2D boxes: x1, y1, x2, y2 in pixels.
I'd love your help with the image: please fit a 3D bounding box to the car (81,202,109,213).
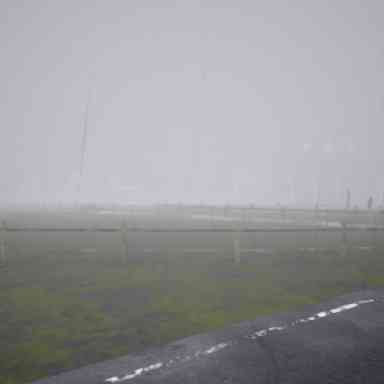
[{"bbox_3d":[-13.848,2.167,47.395,4.181,1.385,1.994,0,-1,35],"label":"car"}]
